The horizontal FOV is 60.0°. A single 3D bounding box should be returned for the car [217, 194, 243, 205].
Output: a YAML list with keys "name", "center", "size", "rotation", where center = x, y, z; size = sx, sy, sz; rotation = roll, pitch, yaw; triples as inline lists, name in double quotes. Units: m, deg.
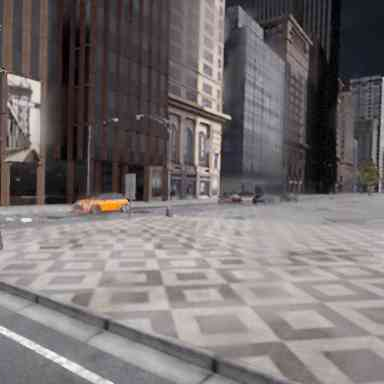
- name: "car"
  center: [5.226, 0.964, 44.913]
  size: [1.812, 1.442, 4.674]
  rotation: [2, 2, 35]

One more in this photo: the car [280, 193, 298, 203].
- name: "car"
  center: [16.066, 0.985, 54.950]
  size: [1.837, 1.490, 4.892]
  rotation: [2, 2, 35]

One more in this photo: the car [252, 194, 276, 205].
- name: "car"
  center: [10.095, 1.032, 46.403]
  size: [1.837, 1.490, 4.892]
  rotation: [2, 2, 36]

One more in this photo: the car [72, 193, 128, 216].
- name: "car"
  center: [-7.380, 0.878, 27.091]
  size: [2.097, 1.767, 4.553]
  rotation: [2, 1, 35]
